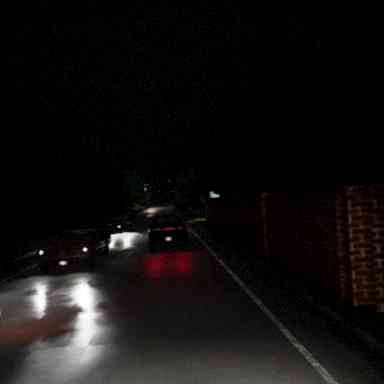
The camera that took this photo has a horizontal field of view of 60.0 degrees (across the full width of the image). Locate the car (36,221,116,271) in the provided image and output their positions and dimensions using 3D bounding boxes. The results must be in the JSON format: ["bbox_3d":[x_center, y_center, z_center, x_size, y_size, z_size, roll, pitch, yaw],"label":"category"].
[{"bbox_3d":[-4.519,2.133,13.365,1.895,1.301,4.718,-3,-1,-5],"label":"car"}]

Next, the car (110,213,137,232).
[{"bbox_3d":[-5.602,2.459,26.827,1.994,1.385,4.181,-3,-1,-4],"label":"car"}]

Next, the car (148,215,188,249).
[{"bbox_3d":[-1.245,1.930,17.177,2.128,1.511,4.902,-3,-1,-4],"label":"car"}]

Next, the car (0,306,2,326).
[{"bbox_3d":[-3.648,1.784,3.294,1.812,1.442,4.674,-3,-1,-6],"label":"car"}]
